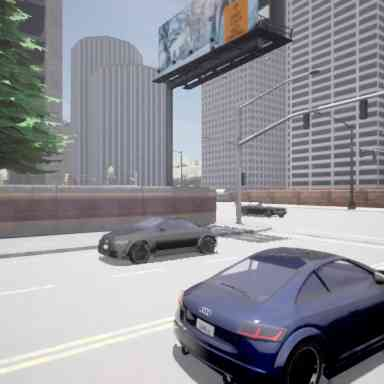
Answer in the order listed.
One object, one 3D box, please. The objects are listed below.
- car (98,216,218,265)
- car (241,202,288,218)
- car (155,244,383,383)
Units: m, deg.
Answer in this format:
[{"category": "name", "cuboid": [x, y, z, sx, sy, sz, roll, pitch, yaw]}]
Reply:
[{"category": "car", "cuboid": [-1.121, 1.564, 11.777, 4.181, 1.385, 1.994, 0, 0, -35]}, {"category": "car", "cuboid": [6.394, 1.600, 30.261, 1.895, 1.301, 4.718, 0, 0, -32]}, {"category": "car", "cuboid": [1.796, 1.564, 5.074, 4.181, 1.385, 1.994, 0, 0, -35]}]
